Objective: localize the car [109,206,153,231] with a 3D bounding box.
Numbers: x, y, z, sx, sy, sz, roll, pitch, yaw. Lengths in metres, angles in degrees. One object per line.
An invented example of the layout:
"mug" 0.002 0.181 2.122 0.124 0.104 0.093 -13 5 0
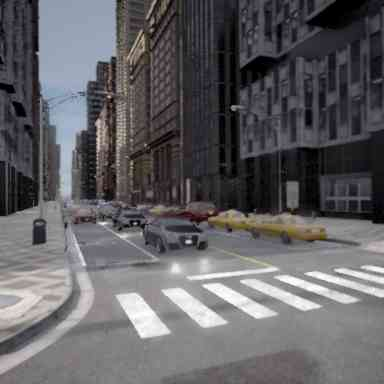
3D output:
"car" -4.514 1.958 24.078 1.994 1.385 4.181 0 -1 -21

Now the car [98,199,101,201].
"car" -22.202 3.021 84.578 1.752 1.417 4.829 0 -1 -22

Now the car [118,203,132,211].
"car" -11.818 2.574 58.386 1.802 1.307 4.206 0 -1 -22

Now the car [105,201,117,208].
"car" -18.011 2.732 74.007 1.967 1.590 4.097 0 -1 -22

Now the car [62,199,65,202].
"car" -27.997 2.724 76.061 2.192 1.841 5.009 0 -1 -22

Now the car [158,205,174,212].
"car" -1.497 2.042 32.353 1.887 1.381 4.507 0 -1 -22

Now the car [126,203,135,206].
"car" -9.753 2.459 53.179 1.947 1.339 4.313 0 -1 -22

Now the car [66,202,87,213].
"car" -15.608 2.393 44.815 1.802 1.307 4.206 0 -1 -22

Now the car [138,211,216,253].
"car" -0.822 1.782 14.762 1.994 1.385 4.181 0 -1 -21

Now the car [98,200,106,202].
"car" -15.704 2.667 60.968 1.895 1.301 4.718 0 -1 -22

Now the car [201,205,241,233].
"car" 2.568 1.829 22.098 1.752 1.417 4.829 0 -1 -22

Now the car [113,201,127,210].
"car" -13.883 2.532 63.594 1.967 1.590 4.097 0 -1 -22

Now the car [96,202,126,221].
"car" -8.338 2.081 33.738 1.837 1.490 4.892 0 -1 -22

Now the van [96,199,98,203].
"van" -24.205 2.935 89.629 1.690 1.788 3.998 0 -1 -22

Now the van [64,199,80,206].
"van" -21.803 2.450 60.440 1.690 1.788 3.998 0 -1 -22

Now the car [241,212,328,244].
"car" 4.632 1.731 16.891 1.752 1.417 4.829 0 -1 -22

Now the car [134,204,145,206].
"car" -5.625 2.245 42.767 2.008 1.369 4.403 0 -1 -22

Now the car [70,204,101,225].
"car" -9.416 2.059 29.195 1.887 1.381 4.507 0 -1 -22

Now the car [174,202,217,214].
"car" 0.565 1.714 27.150 2.192 1.841 5.009 0 -1 -22

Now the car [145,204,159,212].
"car" -3.624 2.124 37.718 1.752 1.417 4.829 0 -1 -22

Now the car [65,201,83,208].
"car" -17.672 2.492 50.022 1.802 1.307 4.206 0 -1 -22
